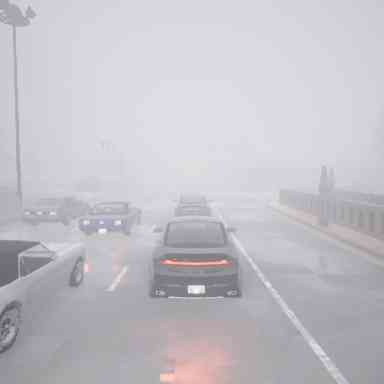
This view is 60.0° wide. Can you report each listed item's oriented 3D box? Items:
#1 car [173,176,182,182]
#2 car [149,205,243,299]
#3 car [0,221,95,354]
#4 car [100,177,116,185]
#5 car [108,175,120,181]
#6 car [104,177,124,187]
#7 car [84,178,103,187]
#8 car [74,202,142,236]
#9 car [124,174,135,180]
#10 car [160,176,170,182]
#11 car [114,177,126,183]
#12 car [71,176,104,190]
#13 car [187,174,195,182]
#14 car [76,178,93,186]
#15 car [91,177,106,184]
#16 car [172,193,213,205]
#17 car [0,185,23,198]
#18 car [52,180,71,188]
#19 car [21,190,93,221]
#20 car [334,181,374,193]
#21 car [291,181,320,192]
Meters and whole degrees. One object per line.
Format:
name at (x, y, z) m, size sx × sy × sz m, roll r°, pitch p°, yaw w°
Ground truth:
car at (-3.897, -3.430, 88.393) m, size 1.812 × 1.442 × 4.674 m, roll 0°, pitch 3°, yaw 0°
car at (0.071, 1.338, 8.132) m, size 1.837 × 1.490 × 4.892 m, roll 0°, pitch 2°, yaw 0°
car at (-3.421, 1.506, 5.915) m, size 1.895 × 1.301 × 4.718 m, roll 0°, pitch 2°, yaw 0°
car at (-17.815, -2.348, 70.602) m, size 2.128 × 1.511 × 4.902 m, roll 0°, pitch 3°, yaw 0°
car at (-21.413, -3.880, 91.654) m, size 2.033 × 1.411 × 5.357 m, roll 0°, pitch 3°, yaw 0°
car at (-14.327, -1.785, 60.497) m, size 1.882 × 1.535 × 5.008 m, roll 0°, pitch 3°, yaw 0°
car at (-17.827, -1.770, 60.476) m, size 2.128 × 1.511 × 4.902 m, roll 0°, pitch 3°, yaw 0°
car at (-3.456, 1.079, 15.041) m, size 1.895 × 1.301 × 4.718 m, roll 0°, pitch 3°, yaw 0°
car at (-14.340, -2.980, 76.071) m, size 2.150 × 2.045 × 5.566 m, roll 0°, pitch 3°, yaw 0°
car at (-7.397, -3.428, 88.377) m, size 1.812 × 1.442 × 4.674 m, roll 0°, pitch 3°, yaw 0°
car at (-17.871, -3.058, 82.776) m, size 1.994 × 1.385 × 4.181 m, roll 0°, pitch 3°, yaw 0°
car at (-14.297, -1.150, 45.793) m, size 2.150 × 2.045 × 5.566 m, roll 0°, pitch 3°, yaw 0°
car at (-0.403, -3.503, 89.674) m, size 2.128 × 1.511 × 4.902 m, roll 0°, pitch 3°, yaw 0°
car at (-21.294, -2.076, 66.096) m, size 1.812 × 1.442 × 4.674 m, roll 0°, pitch 3°, yaw 0°
car at (-21.341, -2.686, 76.188) m, size 2.128 × 1.511 × 4.902 m, roll 0°, pitch 3°, yaw 0°
car at (0.036, 0.838, 17.511) m, size 1.837 × 1.490 × 4.892 m, roll 0°, pitch 3°, yaw -1°
car at (-17.732, 0.076, 31.178) m, size 1.994 × 1.385 × 4.181 m, roll 0°, pitch 3°, yaw 0°
car at (-21.323, -1.331, 55.042) m, size 1.895 × 1.301 × 4.718 m, roll 0°, pitch 3°, yaw 0°
car at (-6.968, 0.868, 17.674) m, size 2.033 × 1.411 × 5.357 m, roll 0°, pitch 3°, yaw 0°
car at (18.466, -0.473, 38.771) m, size 5.008 × 1.535 × 1.882 m, roll 0°, pitch 3°, yaw 2°
car at (15.023, -0.643, 42.381) m, size 4.674 × 1.442 × 1.812 m, roll 0°, pitch 3°, yaw 2°
